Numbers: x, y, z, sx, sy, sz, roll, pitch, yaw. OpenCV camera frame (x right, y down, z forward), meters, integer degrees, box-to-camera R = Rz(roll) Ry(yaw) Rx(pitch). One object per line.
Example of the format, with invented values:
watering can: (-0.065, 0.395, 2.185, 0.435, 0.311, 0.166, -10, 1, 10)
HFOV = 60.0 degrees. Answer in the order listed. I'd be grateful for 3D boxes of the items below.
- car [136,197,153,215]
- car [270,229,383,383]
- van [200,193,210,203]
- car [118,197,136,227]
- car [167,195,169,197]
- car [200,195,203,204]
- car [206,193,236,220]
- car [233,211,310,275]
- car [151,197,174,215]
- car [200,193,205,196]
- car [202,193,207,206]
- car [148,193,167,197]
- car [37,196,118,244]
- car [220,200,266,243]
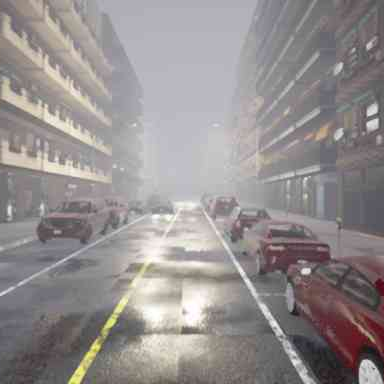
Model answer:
car: (-5.310, 1.439, 32.211, 1.947, 1.339, 4.313, 1, 0, 0)
car: (2.582, 1.524, 4.500, 1.887, 1.381, 4.507, 1, 0, 0)
van: (2.527, 1.146, 65.343, 1.690, 1.788, 3.998, 1, 0, 0)
car: (-5.299, 1.226, 21.147, 2.192, 1.841, 5.009, 1, 0, 0)
car: (-5.319, 1.364, 54.332, 1.887, 1.381, 4.507, 1, 0, 0)
car: (2.529, 1.412, 48.749, 1.802, 1.307, 4.206, 1, 0, 0)
car: (2.544, 1.206, 26.622, 2.192, 1.841, 5.009, 1, 0, 0)
car: (2.580, 1.500, 10.029, 1.887, 1.381, 4.507, 1, 0, 0)
car: (-2.764, 1.436, 32.553, 1.994, 1.385, 4.181, 0, 0, 0)
car: (2.530, 1.126, 59.811, 2.192, 1.841, 5.009, 1, 0, 0)
car: (2.537, 1.297, 37.686, 1.967, 1.590, 4.097, 1, 0, 0)
car: (-5.311, 1.145, 48.800, 2.192, 1.841, 5.009, 1, 0, 0)
car: (-5.297, 1.248, 15.618, 2.192, 1.841, 5.009, 1, 0, 0)
car: (2.588, 1.373, 15.561, 1.967, 1.590, 4.097, 1, 0, 0)
